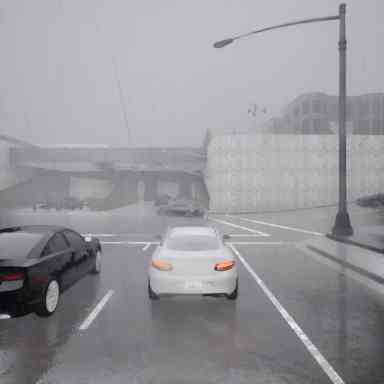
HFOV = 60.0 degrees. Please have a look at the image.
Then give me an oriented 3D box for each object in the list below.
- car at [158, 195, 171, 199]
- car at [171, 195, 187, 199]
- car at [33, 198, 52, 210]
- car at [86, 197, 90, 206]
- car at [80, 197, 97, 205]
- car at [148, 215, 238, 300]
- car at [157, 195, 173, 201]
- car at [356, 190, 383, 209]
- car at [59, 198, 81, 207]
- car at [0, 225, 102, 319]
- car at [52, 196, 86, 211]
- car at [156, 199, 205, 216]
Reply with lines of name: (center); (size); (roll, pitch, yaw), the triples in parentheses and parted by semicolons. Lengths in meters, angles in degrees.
car: (-4.838, 1.564, 54.005); (1.994, 1.385, 4.181); (0, 0, -2)
car: (-2.964, 1.524, 83.732); (1.812, 1.442, 4.674); (0, 0, 27)
car: (-18.650, 1.491, 42.582); (2.128, 1.511, 4.902); (0, 0, -2)
car: (-15.404, 1.491, 50.147); (2.128, 1.511, 4.902); (0, 0, -2)
car: (-19.259, 1.601, 62.010); (1.895, 1.301, 4.718); (0, 0, -1)
car: (0.015, 1.526, 8.292); (1.812, 1.442, 4.674); (0, 0, 0)
car: (-6.800, 1.500, 83.575); (1.837, 1.490, 4.892); (0, 0, 24)
car: (16.034, 0.451, 27.217); (4.718, 1.301, 1.895); (-9, 0, -1)
car: (-18.962, 1.601, 51.840); (1.895, 1.301, 4.718); (0, 0, -2)
car: (-3.479, 1.478, 7.492); (1.882, 1.535, 5.008); (0, 0, 0)
car: (-15.091, 1.352, 41.047); (2.097, 1.767, 4.553); (0, 0, -2)
car: (-0.930, 1.567, 29.140); (4.181, 1.385, 1.994); (0, 0, 31)
